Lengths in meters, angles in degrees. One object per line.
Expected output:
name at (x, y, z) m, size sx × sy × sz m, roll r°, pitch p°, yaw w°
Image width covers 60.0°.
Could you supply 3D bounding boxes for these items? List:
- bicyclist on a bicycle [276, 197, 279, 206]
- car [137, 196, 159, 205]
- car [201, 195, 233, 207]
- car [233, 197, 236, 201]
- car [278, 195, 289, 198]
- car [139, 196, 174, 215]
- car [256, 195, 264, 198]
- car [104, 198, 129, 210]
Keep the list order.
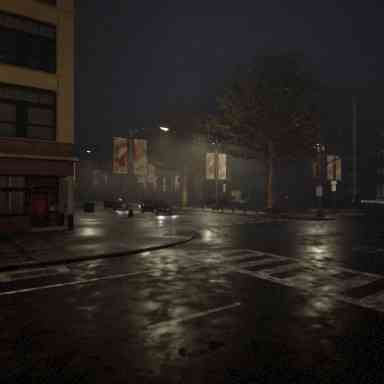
bicyclist on a bicycle at (12.657, 1.300, 50.568) m, size 1.656 × 1.620 × 0.582 m, roll 0°, pitch 0°, yaw -36°
car at (-8.022, 1.505, 59.875) m, size 1.837 × 1.490 × 4.892 m, roll 0°, pitch 0°, yaw -36°
car at (3.364, 1.478, 50.165) m, size 1.882 × 1.535 × 5.008 m, roll 0°, pitch 0°, yaw -36°
car at (8.006, 1.413, 76.680) m, size 2.161 × 1.482 × 4.786 m, roll 0°, pitch 0°, yaw -36°
car at (18.470, 1.320, 69.180) m, size 2.002 × 1.452 × 4.674 m, roll 0°, pitch 0°, yaw -36°
car at (-3.689, 1.505, 33.934) m, size 1.837 × 1.490 × 4.892 m, roll 0°, pitch 0°, yaw -36°
car at (17.668, 1.463, 83.113) m, size 1.895 × 1.301 × 4.718 m, roll 0°, pitch 0°, yaw -36°
car at (-9.662, 1.492, 42.307) m, size 2.128 × 1.511 × 4.902 m, roll 0°, pitch 0°, yaw -36°
